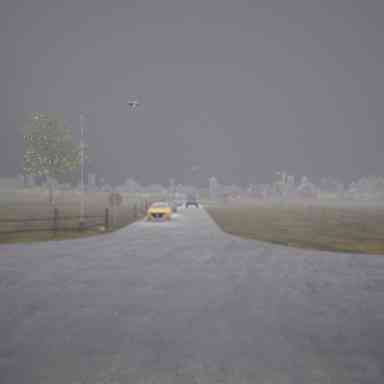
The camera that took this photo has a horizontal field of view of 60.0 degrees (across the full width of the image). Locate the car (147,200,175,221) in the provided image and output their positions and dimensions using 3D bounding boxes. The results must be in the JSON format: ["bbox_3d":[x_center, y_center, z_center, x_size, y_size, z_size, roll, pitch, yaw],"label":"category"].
[{"bbox_3d":[-2.850,1.696,29.929,1.882,1.535,5.008,0,-1,0],"label":"car"}]

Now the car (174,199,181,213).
[{"bbox_3d":[-2.849,1.802,42.278,2.128,1.511,4.902,0,0,0],"label":"car"}]

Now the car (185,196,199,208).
[{"bbox_3d":[-0.005,1.651,56.359,2.150,2.045,5.566,0,0,0],"label":"car"}]
